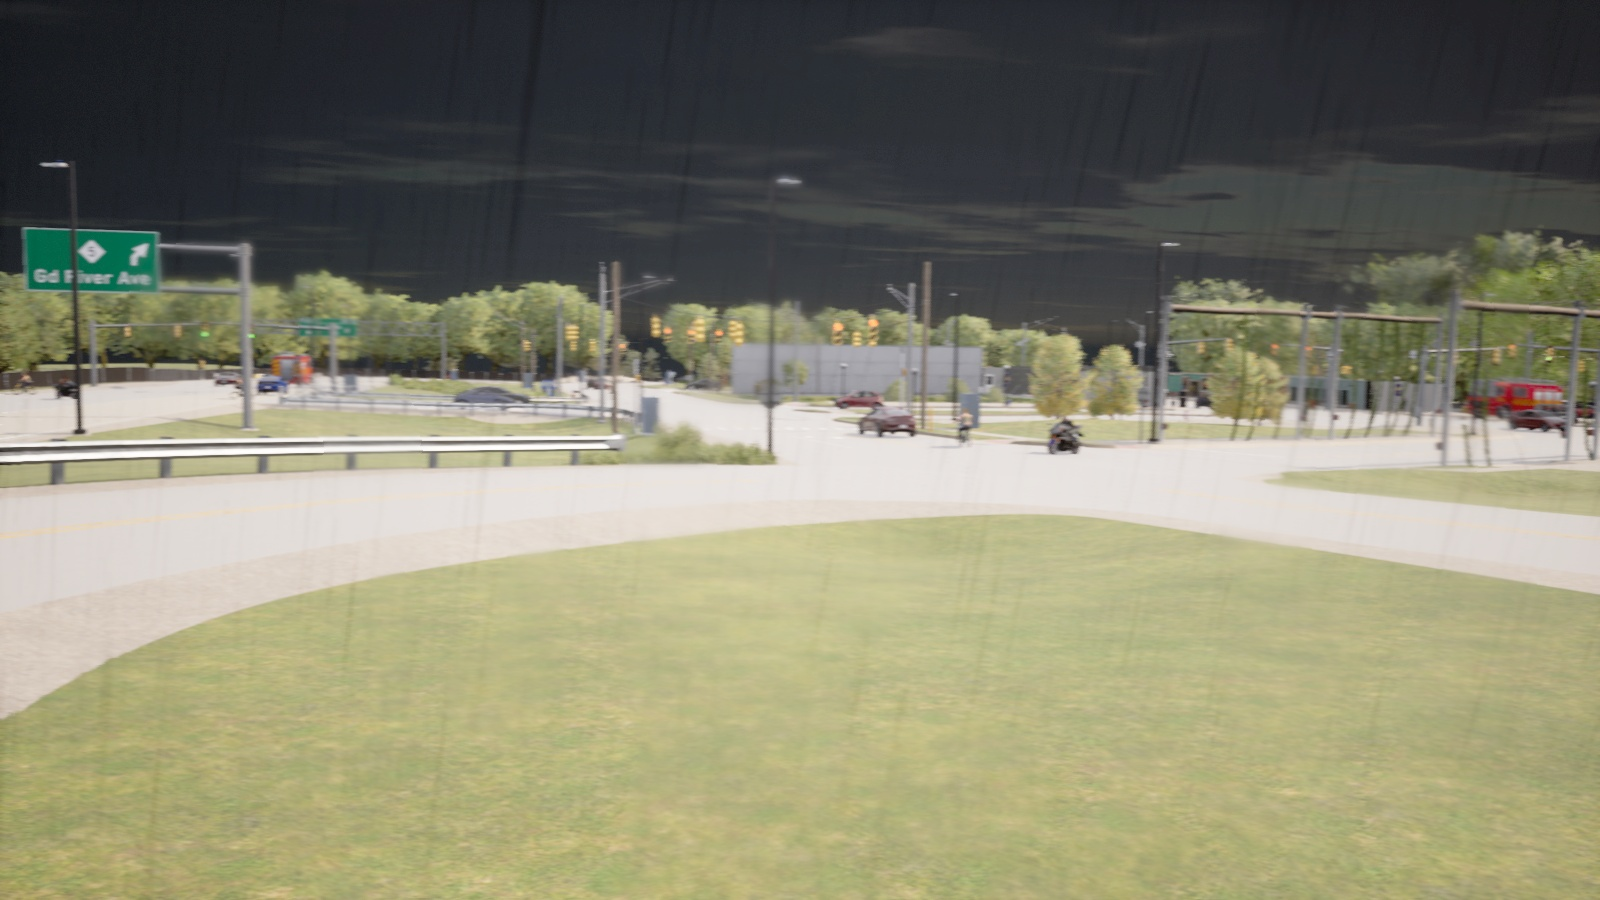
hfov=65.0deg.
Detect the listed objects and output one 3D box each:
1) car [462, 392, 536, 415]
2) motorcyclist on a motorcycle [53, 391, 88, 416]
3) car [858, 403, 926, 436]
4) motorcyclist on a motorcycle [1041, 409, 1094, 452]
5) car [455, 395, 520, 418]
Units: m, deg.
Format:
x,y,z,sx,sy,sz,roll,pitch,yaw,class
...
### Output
x,y,z,sx,sy,sz,roll,pitch,yaw,class
-21.003,-3.233,87.522,4.892,1.490,1.837,-2,4,-16,car
-45.257,-2.902,77.893,2.044,1.523,0.797,1,7,28,motorcyclist on a motorcycle
4.402,-1.494,60.612,1.812,1.442,4.674,-2,3,-15,car
10.140,-0.750,47.546,0.866,1.530,2.191,6,6,44,motorcyclist on a motorcycle
-20.841,-2.914,83.867,4.181,1.385,1.994,0,3,-13,car
